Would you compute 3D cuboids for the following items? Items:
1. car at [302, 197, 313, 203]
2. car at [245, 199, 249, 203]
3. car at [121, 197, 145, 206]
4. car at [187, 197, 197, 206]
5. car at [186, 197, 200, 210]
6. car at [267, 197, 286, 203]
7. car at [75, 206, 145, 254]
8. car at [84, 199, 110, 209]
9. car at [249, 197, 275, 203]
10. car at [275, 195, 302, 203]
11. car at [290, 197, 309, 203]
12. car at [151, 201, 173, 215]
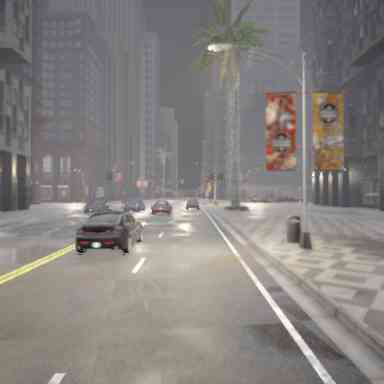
[{"bbox_3d":[26.587,1.779,73.436,4.313,1.339,1.947,0,-1,-1],"label":"car"},{"bbox_3d":[15.180,1.959,81.783,4.313,1.339,1.947,0,-1,-1],"label":"car"},{"bbox_3d":[-6.588,1.421,37.453,2.097,1.767,4.553,0,0,0],"label":"car"},{"bbox_3d":[0.039,1.732,61.211,1.837,1.490,4.892,0,-1,1],"label":"car"},{"bbox_3d":[0.102,1.660,45.840,2.033,1.411,5.357,0,0,0],"label":"car"},{"bbox_3d":[20.820,1.940,81.871,4.313,1.339,1.947,0,-1,-1],"label":"car"},{"bbox_3d":[-3.152,1.513,13.390,1.837,1.490,4.892,0,0,0],"label":"car"},{"bbox_3d":[-9.851,1.564,34.764,1.837,1.490,4.892,0,0,0],"label":"car"},{"bbox_3d":[15.311,1.830,73.260,4.206,1.307,1.802,0,-1,-1],"label":"car"},{"bbox_3d":[20.949,1.544,73.351,5.009,1.841,2.192,0,-1,-1],"label":"car"},{"bbox_3d":[26.458,1.940,81.959,4.206,1.307,1.802,0,-1,-1],"label":"car"},{"bbox_3d":[-3.153,1.626,35.396,1.994,1.385,4.181,0,0,0],"label":"car"}]
